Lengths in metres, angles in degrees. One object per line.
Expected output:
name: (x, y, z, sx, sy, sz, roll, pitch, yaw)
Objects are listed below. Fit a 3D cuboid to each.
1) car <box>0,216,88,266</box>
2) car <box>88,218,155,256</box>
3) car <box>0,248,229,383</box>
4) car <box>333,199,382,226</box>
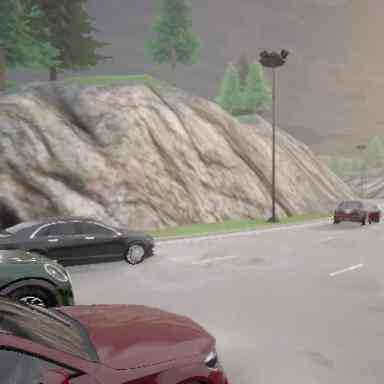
car: (-4.245, 1.353, 5.062, 4.553, 1.767, 2.097, 0, 0, -36)
car: (-3.445, 1.508, 10.010, 4.892, 1.490, 1.837, 1, 0, -37)
car: (-1.838, 1.526, 2.474, 4.674, 1.442, 1.812, 0, 0, -36)
car: (11.905, 1.383, 23.812, 2.097, 1.767, 4.553, 0, 0, 44)
